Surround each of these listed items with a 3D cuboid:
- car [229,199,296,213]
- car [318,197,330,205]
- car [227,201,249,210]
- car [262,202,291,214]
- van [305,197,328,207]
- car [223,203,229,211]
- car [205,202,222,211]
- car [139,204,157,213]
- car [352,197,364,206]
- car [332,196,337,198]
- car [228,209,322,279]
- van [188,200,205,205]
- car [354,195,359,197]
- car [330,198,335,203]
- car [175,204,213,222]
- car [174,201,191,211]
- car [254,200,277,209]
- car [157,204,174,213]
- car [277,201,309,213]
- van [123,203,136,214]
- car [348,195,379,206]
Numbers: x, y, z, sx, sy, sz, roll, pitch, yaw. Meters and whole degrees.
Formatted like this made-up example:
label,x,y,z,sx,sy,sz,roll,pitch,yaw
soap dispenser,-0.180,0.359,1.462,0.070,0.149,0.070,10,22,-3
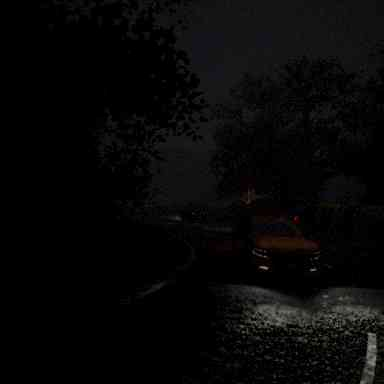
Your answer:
label,x,y,z,sx,sy,sz,roll,pitch,yaw
car,4.296,1.619,19.977,2.150,2.045,5.566,2,-2,-11
car,17.539,1.888,50.129,2.435,2.045,5.566,-1,-1,-16
car,8.384,2.466,61.074,2.097,1.535,5.008,-1,-1,-16
car,12.319,2.286,48.594,2.002,1.452,4.674,-1,-1,-16
van,24.573,1.924,65.613,1.878,1.987,4.442,-1,-1,-16
car,6.954,2.111,47.081,2.435,2.045,5.566,-1,-1,-16
car,3.011,2.613,59.490,2.163,1.488,4.792,-1,-1,-16
car,-7.772,2.822,56.420,2.097,1.535,5.008,-1,-1,-16
car,25.577,1.986,52.416,2.097,1.535,5.008,-1,-1,-16
car,27.237,2.103,66.503,2.231,1.521,4.892,-1,-1,-16
car,2.404,1.519,10.479,1.882,1.535,5.008,3,-1,0
van,0.271,2.419,58.856,1.878,1.987,4.442,-1,-1,-16
car,32.616,1.876,68.077,2.185,1.767,4.553,-1,-1,-16
car,20.235,2.116,50.842,2.163,1.488,4.792,-1,-1,-16
car,0.108,2.440,35.918,2.128,1.511,4.902,3,-2,-16
car,-2.392,2.733,57.994,2.163,1.488,4.792,-1,-1,-16
car,13.765,2.386,62.648,2.163,1.488,4.792,-1,-1,-16
car,-5.085,2.792,57.218,2.163,1.488,4.792,-1,-1,-16
car,14.874,2.193,49.333,2.097,1.535,5.008,-1,-1,-16
van,-10.502,2.657,55.753,1.878,1.987,4.442,-1,-1,-16
car,35.322,1.702,68.793,2.435,2.045,5.566,-1,-1,-16
